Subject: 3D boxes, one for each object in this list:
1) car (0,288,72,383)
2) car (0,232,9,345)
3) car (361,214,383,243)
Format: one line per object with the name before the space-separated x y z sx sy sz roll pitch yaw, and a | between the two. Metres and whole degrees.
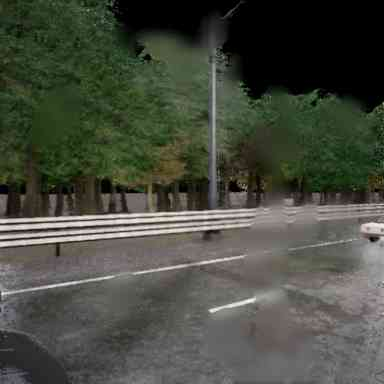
car | -3.082 1.505 1.548 4.892 1.490 1.837 0 0 -36
car | -5.306 1.476 4.261 5.008 1.535 1.882 0 0 -35
car | 9.658 1.612 14.932 4.718 1.301 1.895 0 0 -35
